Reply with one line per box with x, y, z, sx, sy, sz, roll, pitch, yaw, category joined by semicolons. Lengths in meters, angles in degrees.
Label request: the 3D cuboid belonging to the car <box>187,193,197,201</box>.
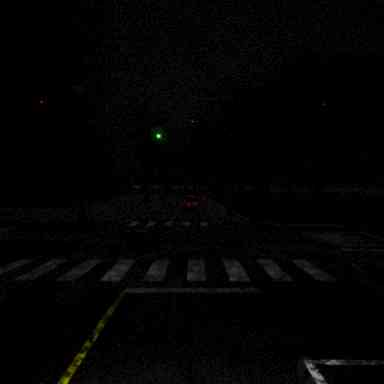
-0.025;0.940;69.525;1.882;1.535;5.008;0;0;0;car

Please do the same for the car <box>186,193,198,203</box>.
0.002;1.101;59.109;2.128;1.511;4.902;0;0;0;car
